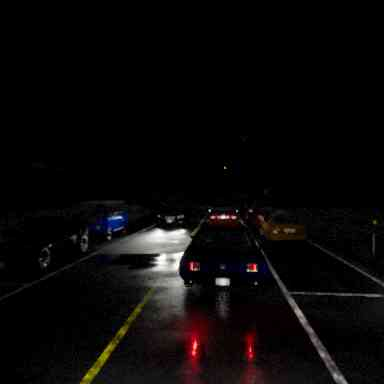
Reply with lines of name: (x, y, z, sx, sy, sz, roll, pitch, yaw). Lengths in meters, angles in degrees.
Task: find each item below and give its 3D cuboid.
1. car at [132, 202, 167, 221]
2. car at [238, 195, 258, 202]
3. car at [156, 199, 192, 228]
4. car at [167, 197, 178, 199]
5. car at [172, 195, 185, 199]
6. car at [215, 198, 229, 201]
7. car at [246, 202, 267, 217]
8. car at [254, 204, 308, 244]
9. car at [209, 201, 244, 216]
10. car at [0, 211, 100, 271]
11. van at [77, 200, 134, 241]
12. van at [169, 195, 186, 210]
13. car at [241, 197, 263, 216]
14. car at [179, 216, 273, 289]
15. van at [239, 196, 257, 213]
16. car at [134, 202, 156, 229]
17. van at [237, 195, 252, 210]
car: (-3.330, 1.525, 27.127, 1.947, 1.339, 4.313, 0, 0, 5)
car: (5.670, 1.306, 31.736, 2.192, 1.841, 5.009, 0, 0, 5)
car: (-1.111, 1.464, 22.257, 2.128, 1.511, 4.902, 0, 0, 5)
car: (-2.833, 1.482, 32.371, 1.752, 1.417, 4.829, 0, 0, 5)
car: (-2.305, 1.395, 37.953, 1.967, 1.590, 4.097, 0, 0, 5)
car: (3.780, 1.455, 41.085, 1.882, 1.535, 5.008, 0, 0, 6)
car: (4.645, 1.541, 20.910, 1.887, 1.381, 4.507, 0, 0, 5)
car: (4.148, 1.525, 15.665, 1.752, 1.417, 4.829, 0, 0, 5)
car: (2.073, 1.533, 21.996, 2.033, 1.411, 5.357, 0, 0, 5)
car: (-4.867, 1.534, 10.887, 1.947, 1.339, 4.313, 0, 0, 5)
van: (-4.354, 1.306, 16.300, 1.690, 1.788, 3.998, 0, 0, 5)
van: (-1.792, 1.294, 43.367, 1.690, 1.788, 3.998, 0, 0, 5)
car: (5.158, 1.434, 26.323, 1.967, 1.590, 4.097, 0, 0, 5)
car: (0.862, 1.594, 9.190, 1.895, 1.301, 4.718, 0, 0, 5)
van: (6.183, 1.330, 37.150, 1.690, 1.788, 3.998, 0, 0, 5)
car: (-3.858, 1.487, 21.544, 1.752, 1.417, 4.829, 0, 0, 5)
van: (6.695, 1.328, 42.563, 1.690, 1.788, 3.998, 0, 0, 5)
